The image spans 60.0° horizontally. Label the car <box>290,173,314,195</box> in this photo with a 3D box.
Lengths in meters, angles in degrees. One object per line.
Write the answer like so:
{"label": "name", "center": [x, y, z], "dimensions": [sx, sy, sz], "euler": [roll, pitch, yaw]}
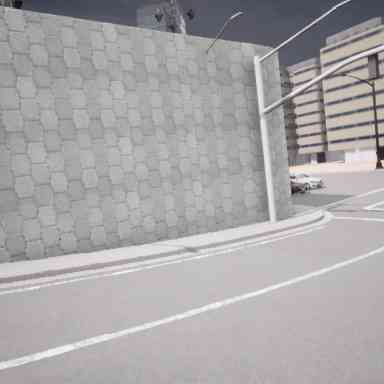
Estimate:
{"label": "car", "center": [7.352, -0.461, 27.867], "dimensions": [1.812, 1.442, 4.674], "euler": [-10, 6, -35]}

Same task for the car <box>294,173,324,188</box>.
{"label": "car", "center": [9.704, -0.977, 30.510], "dimensions": [1.812, 1.442, 4.674], "euler": [-10, 6, -35]}
